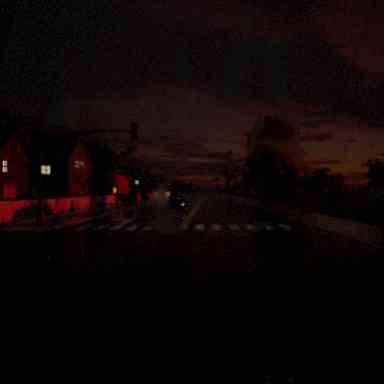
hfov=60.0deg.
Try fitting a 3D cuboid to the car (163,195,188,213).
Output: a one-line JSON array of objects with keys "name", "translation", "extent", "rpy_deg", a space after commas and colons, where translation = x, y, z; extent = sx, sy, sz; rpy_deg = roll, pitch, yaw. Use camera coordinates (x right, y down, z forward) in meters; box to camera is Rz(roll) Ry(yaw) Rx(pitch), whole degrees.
[{"name": "car", "translation": [-1.529, 1.116, 32.709], "extent": [2.097, 1.767, 4.553], "rpy_deg": [-1, 0, 3]}]
